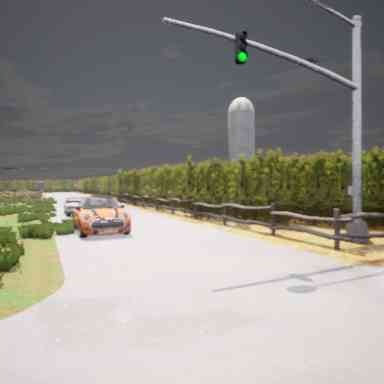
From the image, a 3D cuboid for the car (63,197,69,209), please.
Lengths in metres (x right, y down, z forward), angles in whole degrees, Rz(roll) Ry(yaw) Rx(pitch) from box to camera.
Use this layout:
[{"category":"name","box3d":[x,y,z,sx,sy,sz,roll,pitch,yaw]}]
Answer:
[{"category":"car","box3d":[-8.530,1.040,24.878,1.895,1.301,4.718,-1,2,-24]}]

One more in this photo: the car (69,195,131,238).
[{"category":"car","box3d":[-4.322,0.986,15.537,2.097,1.767,4.553,-1,2,-24]}]
